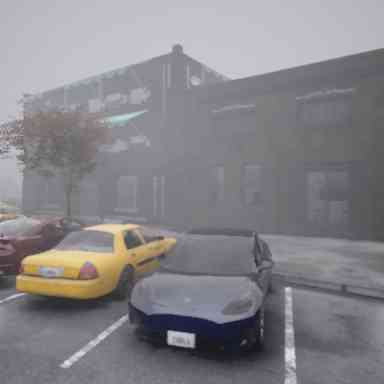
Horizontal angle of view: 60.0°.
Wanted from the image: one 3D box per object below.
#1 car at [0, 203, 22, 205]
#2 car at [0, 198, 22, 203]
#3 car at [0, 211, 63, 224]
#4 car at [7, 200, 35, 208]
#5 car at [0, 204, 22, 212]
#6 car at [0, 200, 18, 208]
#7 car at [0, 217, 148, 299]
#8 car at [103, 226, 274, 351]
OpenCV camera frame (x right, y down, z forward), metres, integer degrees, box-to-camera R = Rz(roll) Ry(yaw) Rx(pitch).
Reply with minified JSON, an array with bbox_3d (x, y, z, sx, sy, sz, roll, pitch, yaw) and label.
[{"bbox_3d":[-9.131,1.405,13.462,2.097,1.535,5.008,1,0,16],"label":"car"},{"bbox_3d":[-26.794,2.032,46.315,5.366,1.575,1.946,2,-1,15],"label":"car"},{"bbox_3d":[-4.304,1.437,10.018,2.097,1.535,5.008,0,-1,15],"label":"car"},{"bbox_3d":[-34.579,2.386,67.143,4.792,1.488,2.163,0,-2,15],"label":"car"},{"bbox_3d":[-6.674,1.420,11.920,1.946,1.575,5.366,0,-1,16],"label":"car"},{"bbox_3d":[-36.722,2.250,64.403,5.366,1.575,1.946,0,-1,15],"label":"car"},{"bbox_3d":[-1.859,1.452,8.480,1.946,1.575,5.366,0,-1,16],"label":"car"},{"bbox_3d":[0.507,1.498,6.552,2.163,1.488,4.792,1,0,16],"label":"car"}]
